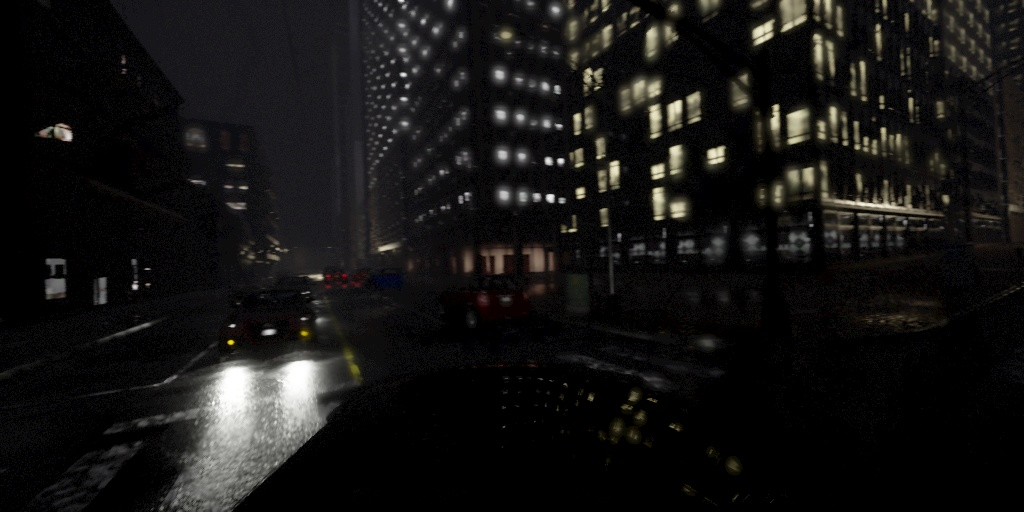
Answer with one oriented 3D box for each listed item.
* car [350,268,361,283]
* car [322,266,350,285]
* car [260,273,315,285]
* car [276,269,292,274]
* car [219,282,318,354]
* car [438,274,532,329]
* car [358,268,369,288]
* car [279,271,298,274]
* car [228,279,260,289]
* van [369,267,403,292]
[{"bbox_3d":[-17.979,2.202,43.212,2.097,1.767,4.553,-2,-1,-29],"label":"car"},{"bbox_3d":[-20.034,2.253,40.714,2.097,1.767,4.553,-2,-1,-29],"label":"car"},{"bbox_3d":[-11.552,1.844,18.902,2.128,1.511,4.902,-2,-1,-29],"label":"car"},{"bbox_3d":[-33.101,2.832,52.337,2.192,1.841,5.009,0,0,-29],"label":"car"},{"bbox_3d":[-6.633,1.642,10.059,1.994,1.385,4.181,-2,-1,-30],"label":"car"},{"bbox_3d":[-1.070,1.331,12.013,1.967,1.591,4.097,0,0,-29],"label":"car"},{"bbox_3d":[-12.054,2.057,31.748,2.007,1.370,4.403,0,0,-29],"label":"car"},{"bbox_3d":[-16.618,2.129,28.025,2.128,1.511,4.902,-2,-1,-29],"label":"car"},{"bbox_3d":[-16.625,2.133,22.735,2.007,1.370,4.403,0,0,-29],"label":"car"},{"bbox_3d":[-9.308,1.693,26.814,1.690,1.789,3.998,0,0,-29],"label":"van"}]
